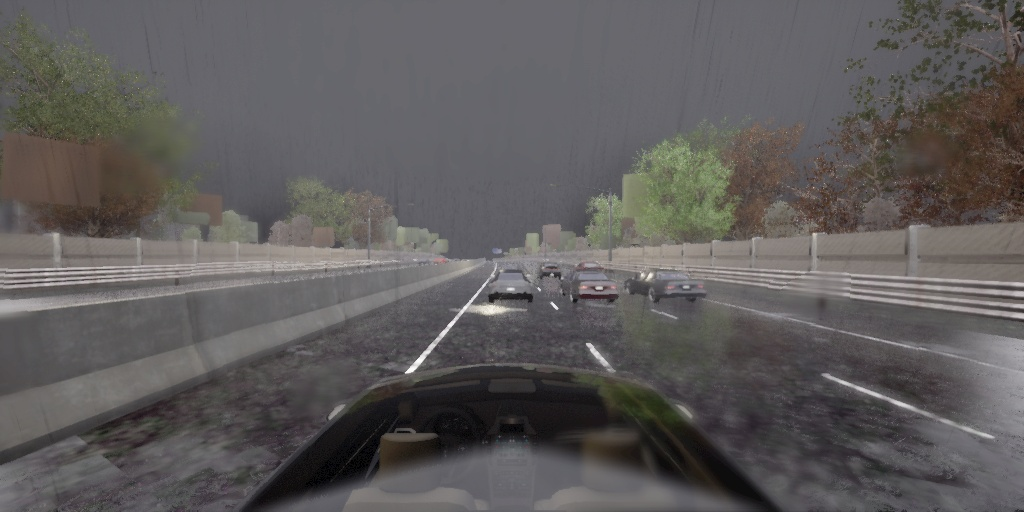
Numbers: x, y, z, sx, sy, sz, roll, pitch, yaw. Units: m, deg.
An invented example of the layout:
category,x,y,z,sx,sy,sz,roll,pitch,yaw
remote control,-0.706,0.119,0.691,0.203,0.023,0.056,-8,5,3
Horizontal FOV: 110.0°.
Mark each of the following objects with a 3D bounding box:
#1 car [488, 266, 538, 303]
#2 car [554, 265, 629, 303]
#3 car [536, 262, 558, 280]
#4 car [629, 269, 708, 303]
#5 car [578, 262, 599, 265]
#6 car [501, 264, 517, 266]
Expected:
category,x,y,z,sx,sy,sz,roll,pitch,yaw
car,-0.064,1.326,16.688,1.994,1.385,4.181,0,0,0
car,3.436,1.318,16.718,2.033,1.411,5.357,0,0,0
car,3.246,1.277,31.793,1.837,1.490,4.892,0,0,-1
car,6.936,1.318,16.748,2.033,1.411,5.357,0,0,0
car,6.745,1.246,31.851,1.882,1.535,5.008,0,0,-1
car,-0.254,1.375,31.764,1.895,1.301,4.718,0,0,-1
